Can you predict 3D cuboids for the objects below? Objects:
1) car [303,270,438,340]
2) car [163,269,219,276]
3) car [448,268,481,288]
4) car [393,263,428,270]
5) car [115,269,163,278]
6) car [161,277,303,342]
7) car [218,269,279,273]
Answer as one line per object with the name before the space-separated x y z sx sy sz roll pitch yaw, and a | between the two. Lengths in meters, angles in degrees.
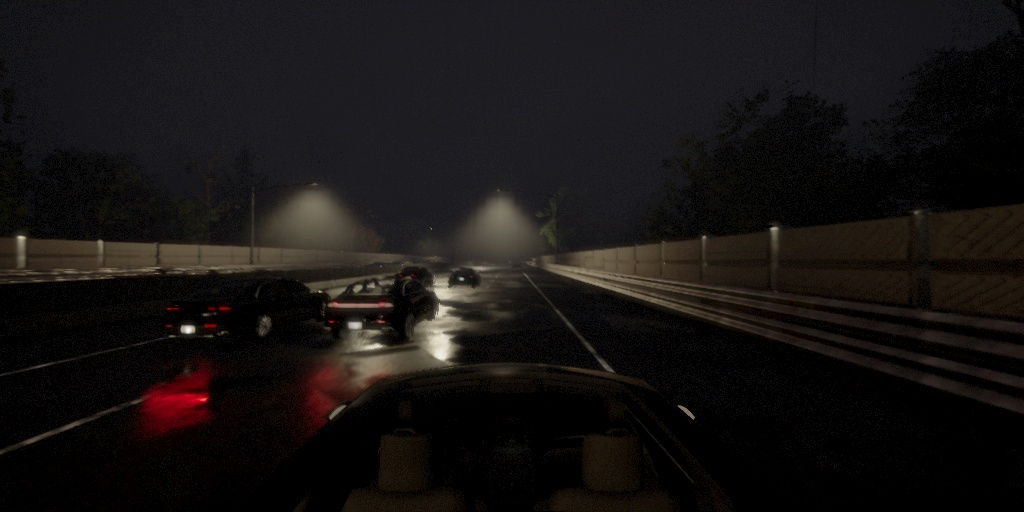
car | -3.405 1.326 10.218 2.128 1.511 4.902 0 -1 0
car | -21.101 1.585 25.148 1.895 1.301 4.718 0 -1 0
car | -3.406 1.560 26.301 1.994 1.385 4.181 0 -1 0
car | -6.906 1.496 25.826 1.837 1.490 4.892 0 -1 0
car | -24.600 1.585 25.126 1.895 1.301 4.718 0 -1 0
car | -6.905 1.339 10.069 1.837 1.490 4.892 0 0 0
car | -17.601 1.585 25.170 1.895 1.301 4.718 0 -1 0
